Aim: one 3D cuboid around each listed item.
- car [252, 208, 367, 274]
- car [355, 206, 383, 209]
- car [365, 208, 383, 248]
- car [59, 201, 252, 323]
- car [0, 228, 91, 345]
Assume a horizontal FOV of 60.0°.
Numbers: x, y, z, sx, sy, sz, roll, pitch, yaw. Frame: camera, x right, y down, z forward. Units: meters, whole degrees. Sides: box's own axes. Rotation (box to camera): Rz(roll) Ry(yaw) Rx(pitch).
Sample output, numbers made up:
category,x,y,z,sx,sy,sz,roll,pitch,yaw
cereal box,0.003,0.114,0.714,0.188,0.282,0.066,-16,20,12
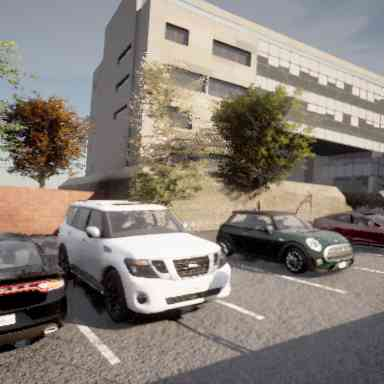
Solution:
category,x,y,z,sx,sy,sz,roll,pitch,yaw
car,2.885,1.433,11.064,2.185,1.767,4.553,1,0,-36
car,9.810,1.511,16.004,2.185,1.767,4.553,1,0,-36
car,7.569,1.641,14.329,2.163,1.488,4.792,1,0,-35
car,-1.525,1.258,7.844,2.435,2.045,5.566,1,0,-36
car,-3.815,1.483,6.238,2.097,1.535,5.008,1,0,-35
